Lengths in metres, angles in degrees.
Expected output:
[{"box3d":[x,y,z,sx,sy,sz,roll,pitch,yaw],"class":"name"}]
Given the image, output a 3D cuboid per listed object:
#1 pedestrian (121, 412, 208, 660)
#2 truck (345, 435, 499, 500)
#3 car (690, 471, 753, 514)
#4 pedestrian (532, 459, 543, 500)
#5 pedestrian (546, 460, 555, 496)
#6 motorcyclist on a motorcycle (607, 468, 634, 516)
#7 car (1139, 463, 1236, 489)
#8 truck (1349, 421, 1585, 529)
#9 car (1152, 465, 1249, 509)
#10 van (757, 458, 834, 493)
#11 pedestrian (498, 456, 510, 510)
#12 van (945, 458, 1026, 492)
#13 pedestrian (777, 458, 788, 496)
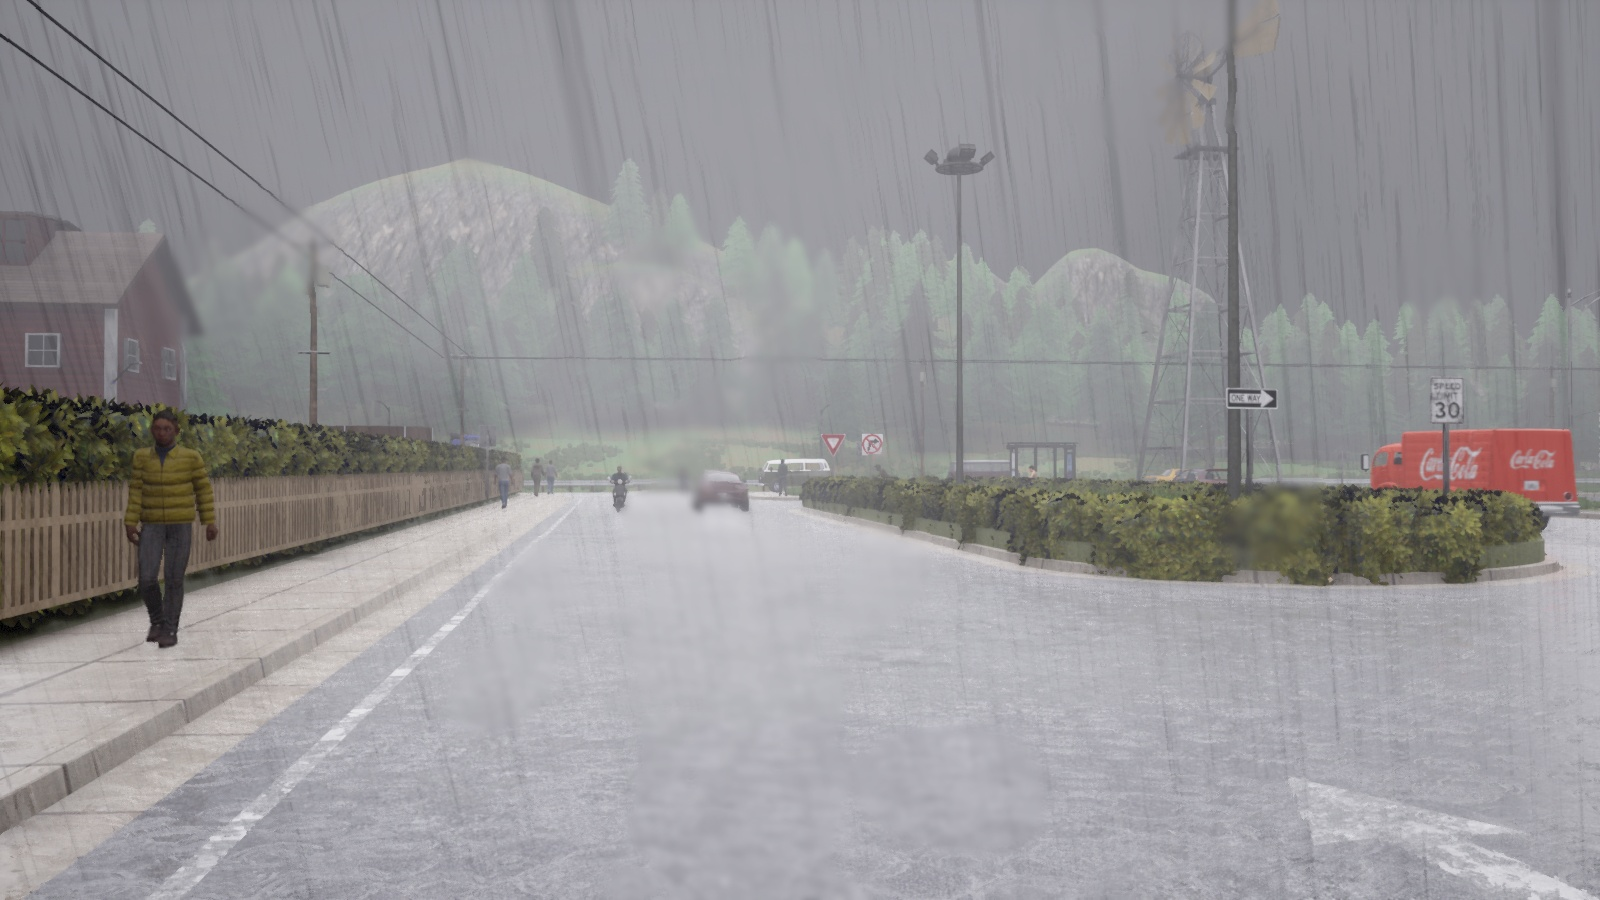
[{"box3d":[-4.904,0.643,9.713,0.431,1.840,0.709,0,-1,-12],"class":"pedestrian"},{"box3d":[-21.054,0.963,70.380,7.936,3.462,2.891,0,-1,-8],"class":"truck"},{"box3d":[-2.836,1.464,44.515,1.812,1.442,4.674,0,-1,-8],"class":"car"},{"box3d":[-12.323,1.370,58.902,0.396,1.930,0.692,0,-1,-4],"class":"pedestrian"},{"box3d":[-12.941,1.460,65.198,0.354,1.836,0.706,0,-1,-5],"class":"pedestrian"},{"box3d":[-6.065,1.391,42.408,0.866,1.590,1.817,0,-1,-8],"class":"motorcyclist on a motorcycle"},{"box3d":[23.614,1.580,76.656,5.366,1.575,1.801,0,-1,-7],"class":"car"},{"box3d":[16.557,0.610,31.589,2.627,2.467,5.204,0,-1,-9],"class":"truck"},{"box3d":[14.412,1.315,45.430,1.845,1.501,3.633,0,-1,-10],"class":"car"},{"box3d":[-0.299,1.572,76.834,4.480,2.038,2.069,-1,-1,-8],"class":"van"},{"box3d":[-10.203,1.142,43.345,0.354,1.836,0.706,0,-1,-10],"class":"pedestrian"},{"box3d":[11.053,1.482,74.902,4.442,1.987,1.775,-1,-1,-8],"class":"van"},{"box3d":[-0.838,1.288,60.246,0.353,1.847,0.614,0,-1,-19],"class":"pedestrian"}]
